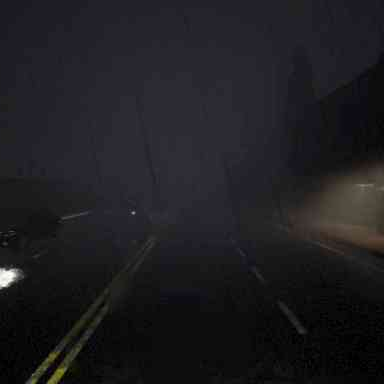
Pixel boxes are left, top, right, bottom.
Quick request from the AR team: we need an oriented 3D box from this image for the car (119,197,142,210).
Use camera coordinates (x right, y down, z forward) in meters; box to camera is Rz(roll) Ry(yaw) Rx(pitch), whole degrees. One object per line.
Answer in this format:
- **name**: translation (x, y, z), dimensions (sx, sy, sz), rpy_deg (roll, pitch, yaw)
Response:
- **car**: translation (-6.993, 1.256, 37.860), dimensions (1.812, 1.442, 4.674), rpy_deg (0, 0, 0)

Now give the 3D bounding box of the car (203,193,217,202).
- **car**: translation (3.512, 1.052, 60.334), dimensions (1.837, 1.490, 4.892), rpy_deg (0, 0, 0)

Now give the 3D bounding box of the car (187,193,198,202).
- **car**: translation (0.012, 1.108, 60.752), dimensions (1.994, 1.385, 4.181), rpy_deg (0, 0, 0)

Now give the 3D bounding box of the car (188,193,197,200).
- **car**: translation (0.014, 0.943, 70.751), dimensions (1.837, 1.490, 4.892), rpy_deg (0, 0, 0)

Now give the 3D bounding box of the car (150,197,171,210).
- **car**: translation (-3.493, 1.256, 37.860), dimensions (1.812, 1.442, 4.674), rpy_deg (0, 0, 0)

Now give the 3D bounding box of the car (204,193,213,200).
- **car**: translation (3.514, 0.968, 70.751), dimensions (1.812, 1.442, 4.674), rpy_deg (0, 0, 0)

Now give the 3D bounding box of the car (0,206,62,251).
- **car**: translation (-7.078, 1.373, 13.755), dimensions (1.882, 1.535, 5.008), rpy_deg (0, 0, 0)
